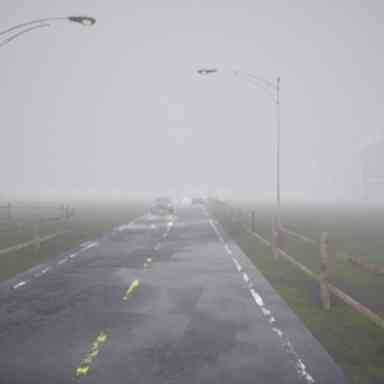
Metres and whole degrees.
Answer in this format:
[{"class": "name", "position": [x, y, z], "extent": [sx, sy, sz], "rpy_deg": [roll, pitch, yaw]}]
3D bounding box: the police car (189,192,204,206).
[{"class": "police car", "position": [0.821, 1.226, 51.730], "extent": [1.930, 1.638, 5.238], "rpy_deg": [0, 0, 0]}]

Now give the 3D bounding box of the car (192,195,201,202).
[{"class": "car", "position": [0.819, 1.262, 67.620], "extent": [1.812, 1.442, 4.674], "rpy_deg": [0, 0, 0]}]

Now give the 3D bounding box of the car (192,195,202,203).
[{"class": "car", "position": [0.820, 1.287, 61.620], "extent": [1.812, 1.442, 4.674], "rpy_deg": [0, 0, 0]}]

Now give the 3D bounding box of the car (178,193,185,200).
[{"class": "car", "position": [-2.755, 1.087, 75.167], "extent": [1.837, 1.490, 4.892], "rpy_deg": [0, 0, 0]}]

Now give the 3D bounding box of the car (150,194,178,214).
[{"class": "car", "position": [-2.845, 1.227, 32.878], "extent": [2.097, 1.767, 4.553], "rpy_deg": [0, 0, 0]}]
